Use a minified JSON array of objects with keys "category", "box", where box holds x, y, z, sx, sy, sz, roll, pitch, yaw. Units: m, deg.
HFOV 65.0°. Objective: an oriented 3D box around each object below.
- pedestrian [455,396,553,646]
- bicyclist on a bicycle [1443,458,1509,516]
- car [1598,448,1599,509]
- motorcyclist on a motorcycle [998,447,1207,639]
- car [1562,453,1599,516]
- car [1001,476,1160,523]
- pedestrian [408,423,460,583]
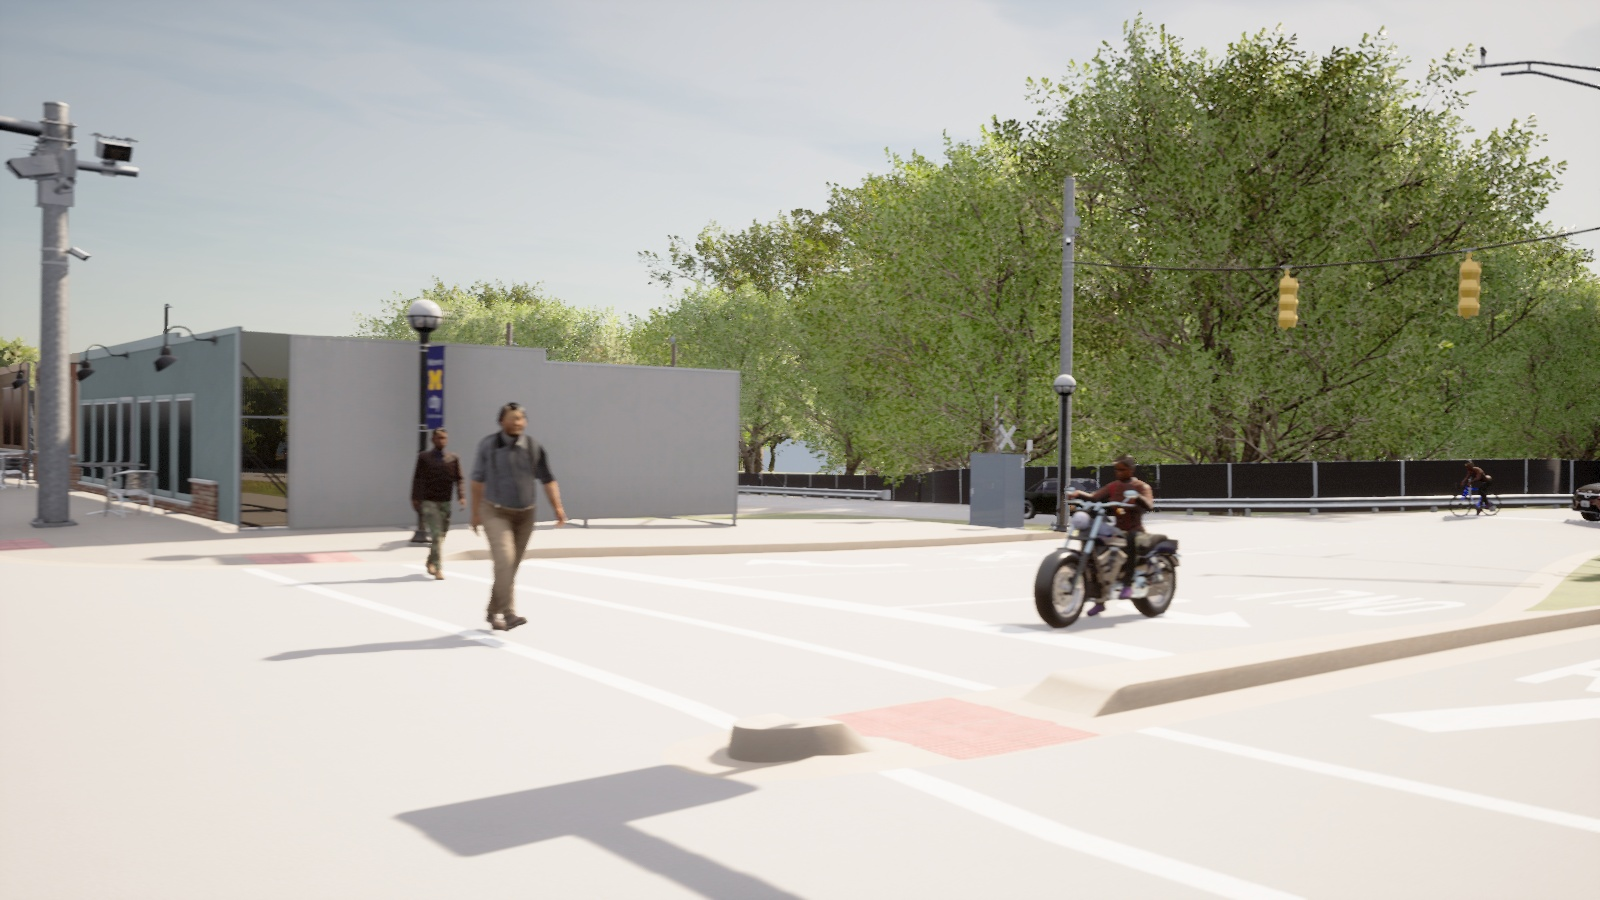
[{"category":"pedestrian","box":[-2.300,0.521,9.741,0.540,1.848,0.694,0,1,-31]},{"category":"bicyclist on a bicycle","box":[19.917,1.080,36.991,1.656,1.620,0.582,-2,1,-7]},{"category":"car","box":[26.305,0.884,37.429,3.866,1.878,1.905,0,1,15]},{"category":"motorcyclist on a motorcycle","box":[2.919,0.831,11.930,2.350,1.649,0.766,2,-1,-45]},{"category":"car","box":[23.618,0.925,33.652,5.027,1.651,2.152,0,1,2]},{"category":"car","box":[8.567,1.492,38.780,1.895,1.301,4.718,-1,0,-36]},{"category":"pedestrian","box":[-4.330,0.600,14.849,0.431,1.840,0.703,0,1,-30]}]
